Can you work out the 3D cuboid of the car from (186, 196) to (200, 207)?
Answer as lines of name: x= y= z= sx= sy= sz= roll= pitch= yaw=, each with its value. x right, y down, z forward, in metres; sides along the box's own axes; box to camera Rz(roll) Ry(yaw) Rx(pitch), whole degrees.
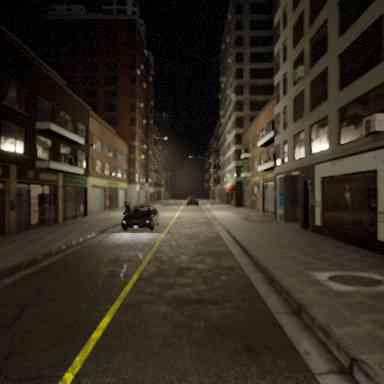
car: x=0.108 y=1.572 z=52.423 sx=1.812 sy=1.442 sz=4.674 roll=0 pitch=0 yaw=0

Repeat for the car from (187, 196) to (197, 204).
car: x=0.010 y=1.572 z=66.876 sx=1.882 sy=1.535 sz=5.008 roll=0 pitch=0 yaw=0

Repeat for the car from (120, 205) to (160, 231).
car: x=-3.097 y=1.549 z=20.999 sx=2.033 sy=1.411 sz=5.357 roll=0 pitch=0 yaw=0
